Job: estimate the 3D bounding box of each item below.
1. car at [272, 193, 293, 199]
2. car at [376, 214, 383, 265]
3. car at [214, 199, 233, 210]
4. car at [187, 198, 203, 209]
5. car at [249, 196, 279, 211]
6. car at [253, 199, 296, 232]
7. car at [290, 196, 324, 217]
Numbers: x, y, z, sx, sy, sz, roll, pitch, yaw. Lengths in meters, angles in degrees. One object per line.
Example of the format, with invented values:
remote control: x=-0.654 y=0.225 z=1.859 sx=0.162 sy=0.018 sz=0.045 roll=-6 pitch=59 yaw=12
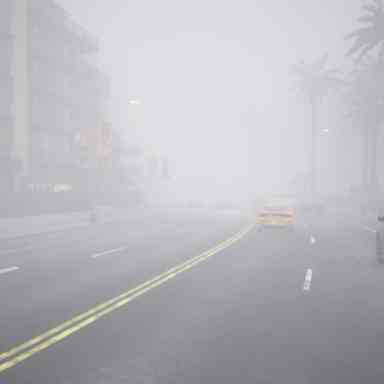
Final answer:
car: x=11.076 y=1.100 z=41.658 sx=2.150 sy=2.045 sz=5.566 roll=0 pitch=0 yaw=-2
car: x=6.059 y=1.196 z=8.201 sx=2.150 sy=2.045 sz=5.566 roll=0 pitch=0 yaw=22
car: x=3.853 y=1.484 z=41.331 sx=1.895 sy=1.301 sz=4.718 roll=0 pitch=0 yaw=-2
car: x=0.345 y=1.428 z=42.577 sx=2.033 sy=1.411 sz=5.357 roll=0 pitch=0 yaw=-3
car: x=7.566 y=1.442 z=36.505 sx=2.033 sy=1.411 sz=5.357 roll=0 pitch=0 yaw=1
car: x=4.937 y=1.421 z=19.663 sx=1.882 sy=1.535 sz=5.008 roll=0 pitch=0 yaw=15
car: x=10.665 y=1.388 z=30.695 sx=1.882 sy=1.535 sz=5.008 roll=0 pitch=0 yaw=7
